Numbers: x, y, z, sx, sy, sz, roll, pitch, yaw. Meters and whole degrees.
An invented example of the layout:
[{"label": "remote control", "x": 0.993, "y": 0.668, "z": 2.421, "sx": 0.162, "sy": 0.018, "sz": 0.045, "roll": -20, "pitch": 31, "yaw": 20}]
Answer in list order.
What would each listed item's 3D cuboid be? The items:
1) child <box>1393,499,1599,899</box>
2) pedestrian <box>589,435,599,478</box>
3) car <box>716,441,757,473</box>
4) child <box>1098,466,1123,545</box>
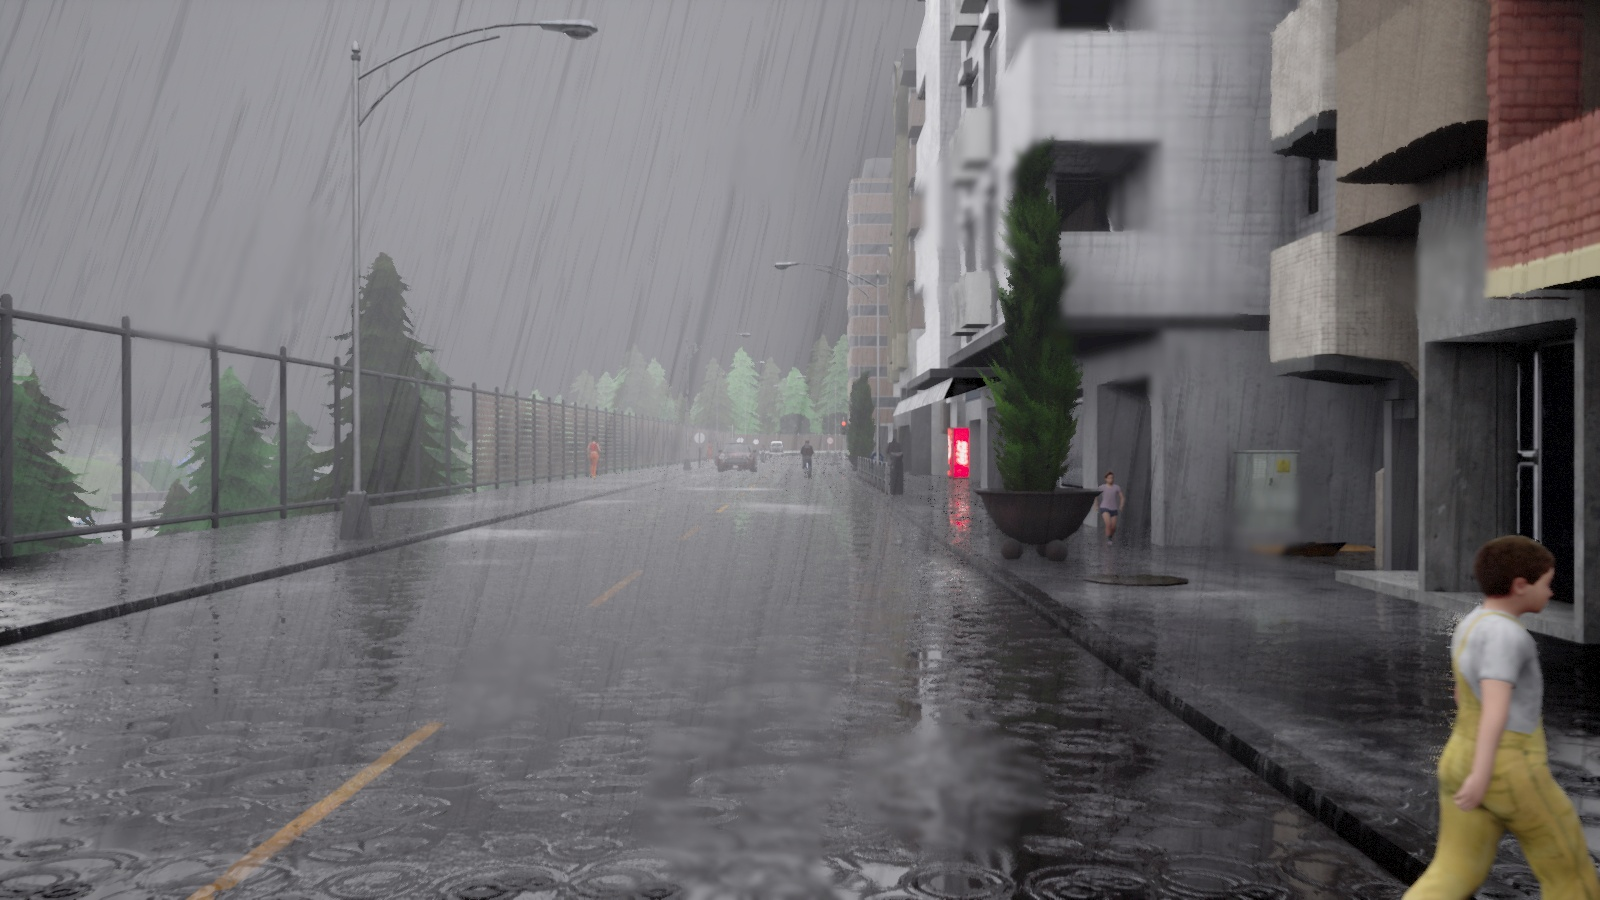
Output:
[{"label": "child", "x": 1.826, "y": 0.767, "z": 3.271, "sx": 0.437, "sy": 1.263, "sz": 0.270, "roll": 0, "pitch": 0, "yaw": 3}, {"label": "pedestrian", "x": -8.873, "y": 0.265, "z": 54.026, "sx": 0.345, "sy": 1.836, "sz": 0.594, "roll": 0, "pitch": 0, "yaw": 0}, {"label": "car", "x": -3.588, "y": 0.356, "z": 71.889, "sx": 2.097, "sy": 1.767, "sz": 4.553, "roll": 0, "pitch": 0, "yaw": 0}, {"label": "child", "x": 4.403, "y": 0.779, "z": 17.829, "sx": 0.255, "sy": 1.110, "sz": 0.394, "roll": 0, "pitch": 0, "yaw": 1}]
